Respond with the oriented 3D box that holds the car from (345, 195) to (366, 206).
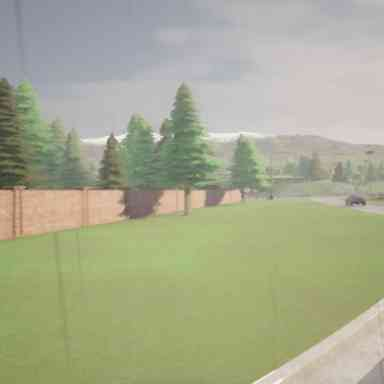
[{"bbox_3d":[22.576,1.167,45.984,1.837,1.490,4.892,-1,0,14],"label":"car"}]
